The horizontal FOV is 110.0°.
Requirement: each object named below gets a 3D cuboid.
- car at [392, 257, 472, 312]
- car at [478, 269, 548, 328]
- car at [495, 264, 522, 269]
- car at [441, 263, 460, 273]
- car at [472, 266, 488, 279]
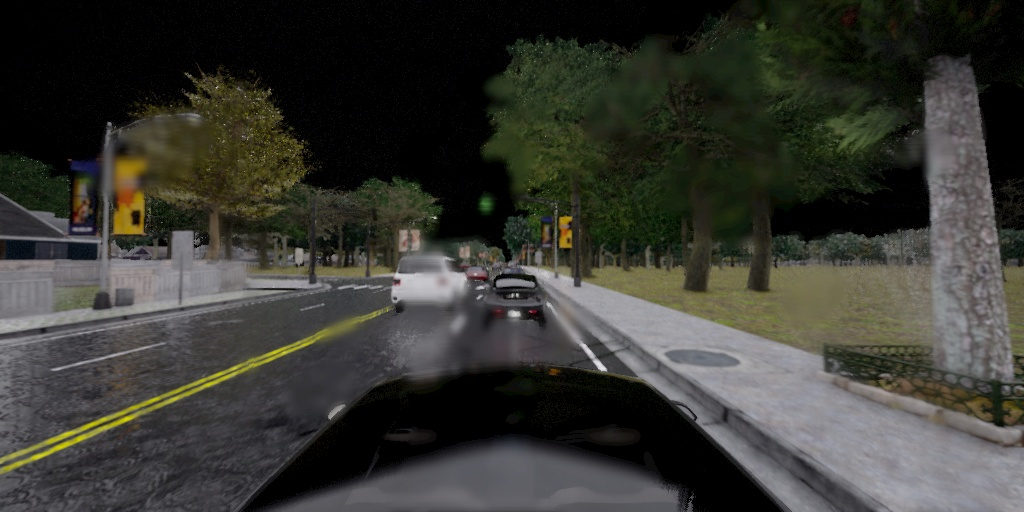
[{"bbox_3d":[-3.150,1.059,14.756,2.150,2.045,5.566,0,0,0],"label":"car"},{"bbox_3d":[0.098,1.318,11.760,1.837,1.490,4.892,0,-1,0],"label":"car"},{"bbox_3d":[0.092,1.488,26.301,2.033,1.411,5.357,0,-1,0],"label":"car"},{"bbox_3d":[-9.825,1.864,57.527,2.033,1.411,5.357,0,-1,1],"label":"car"},{"bbox_3d":[-3.159,1.575,33.098,1.994,1.385,4.181,0,-1,0],"label":"car"}]
